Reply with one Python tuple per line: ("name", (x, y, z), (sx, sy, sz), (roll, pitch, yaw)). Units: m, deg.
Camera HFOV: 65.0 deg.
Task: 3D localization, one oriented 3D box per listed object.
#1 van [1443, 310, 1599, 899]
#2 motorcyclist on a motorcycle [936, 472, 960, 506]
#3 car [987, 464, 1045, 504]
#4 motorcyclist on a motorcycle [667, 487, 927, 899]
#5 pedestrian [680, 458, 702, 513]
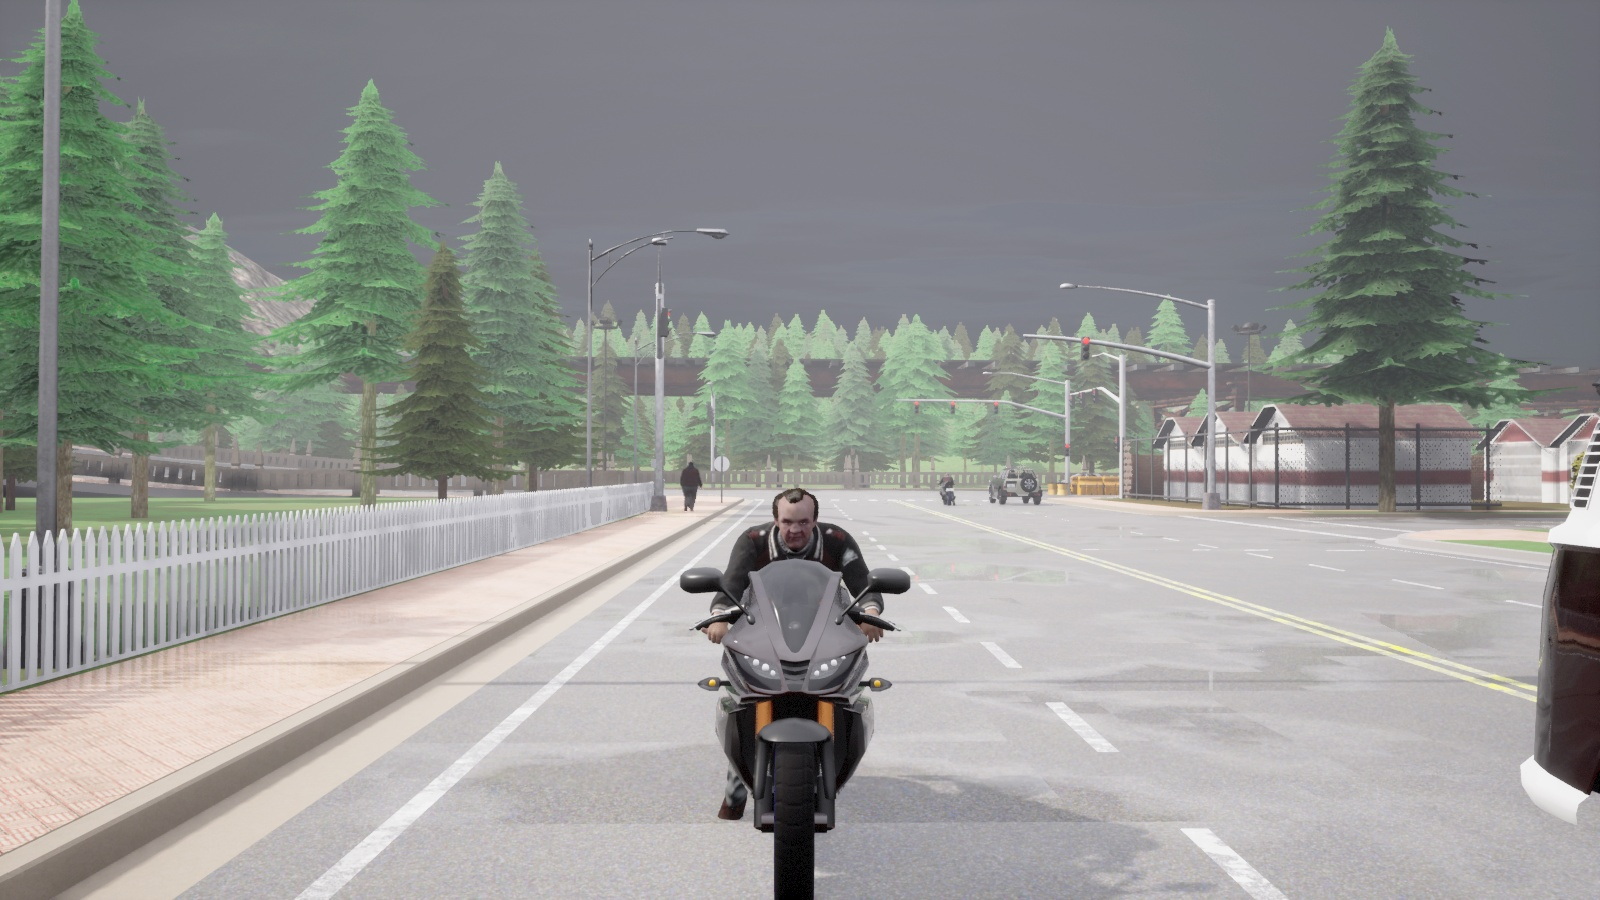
("van", (3.490, 0.566, 2.510), (2.069, 2.038, 4.480), (0, -1, 0))
("motorcyclist on a motorcycle", (6.856, 1.800, 58.352), (0.866, 1.530, 2.191), (0, -1, 0))
("car", (10.351, 1.604, 60.516), (1.932, 1.855, 4.605), (0, -1, 0))
("motorcyclist on a motorcycle", (-0.013, 0.939, 5.313), (0.866, 1.530, 2.191), (0, -1, 0))
("pedestrian", (-3.688, 1.199, 42.468), (0.634, 1.844, 0.899), (0, -1, 3))
